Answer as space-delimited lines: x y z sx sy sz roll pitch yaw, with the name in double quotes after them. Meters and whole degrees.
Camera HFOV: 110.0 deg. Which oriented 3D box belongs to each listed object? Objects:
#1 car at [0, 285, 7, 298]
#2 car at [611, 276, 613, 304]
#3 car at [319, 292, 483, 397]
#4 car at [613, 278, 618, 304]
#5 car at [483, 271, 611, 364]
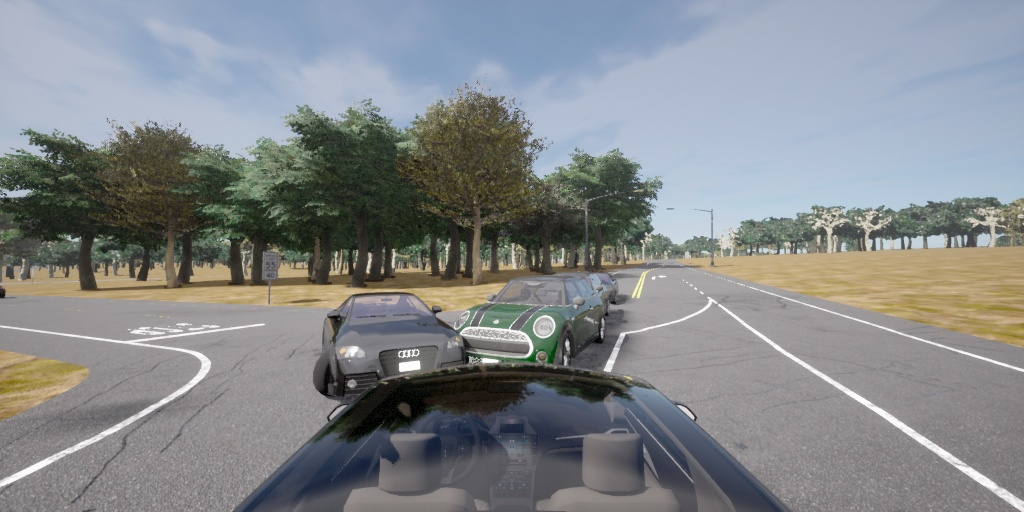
-40.861 2.562 27.387 4.181 1.385 1.994 -2 -3 22 "car"
2.023 1.344 12.143 2.097 1.767 4.553 -1 -1 21 "car"
-2.355 1.376 6.625 1.994 1.385 4.181 1 -2 -29 "car"
4.217 1.509 17.870 1.994 1.385 4.181 -1 0 19 "car"
0.617 1.218 7.830 2.097 1.767 4.553 -1 -2 26 "car"
